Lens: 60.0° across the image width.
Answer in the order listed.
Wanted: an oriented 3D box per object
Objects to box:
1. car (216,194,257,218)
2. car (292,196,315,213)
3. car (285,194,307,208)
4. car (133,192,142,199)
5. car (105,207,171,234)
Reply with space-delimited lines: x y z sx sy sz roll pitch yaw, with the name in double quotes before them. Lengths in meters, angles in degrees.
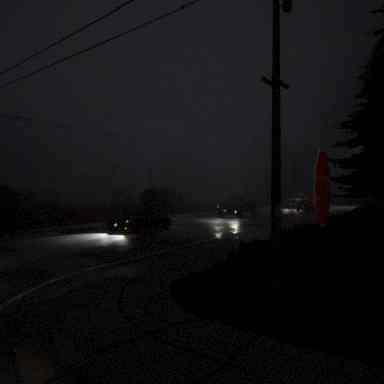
"car" 4.294 1.248 31.070 2.150 2.045 5.566 0 0 32
"car" 13.542 1.508 38.564 1.882 1.535 5.008 0 0 33
"car" 15.003 1.246 47.473 2.150 2.045 5.566 0 0 33
"car" -14.372 1.128 86.958 3.866 1.878 1.905 -2 6 -11
"car" -3.064 1.593 19.638 1.994 1.385 4.181 0 0 32
